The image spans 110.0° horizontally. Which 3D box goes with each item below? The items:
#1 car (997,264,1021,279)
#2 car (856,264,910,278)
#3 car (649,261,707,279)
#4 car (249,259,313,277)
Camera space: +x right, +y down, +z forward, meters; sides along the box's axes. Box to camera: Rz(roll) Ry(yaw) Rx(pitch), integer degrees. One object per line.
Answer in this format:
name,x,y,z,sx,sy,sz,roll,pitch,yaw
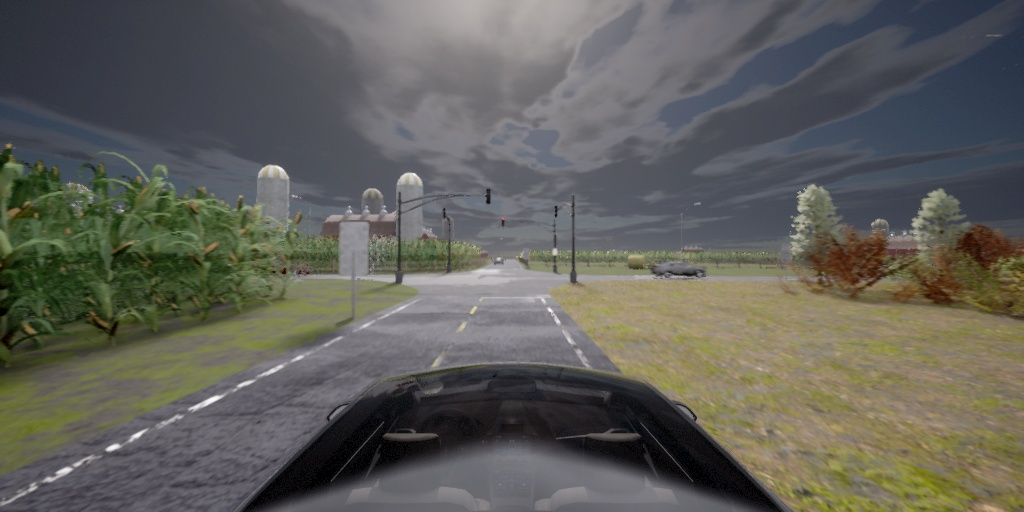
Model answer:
car,49.280,1.556,34.431,4.902,1.511,2.128,1,-1,-5
car,38.325,1.526,37.150,4.892,1.490,1.837,0,-1,-4
car,14.765,1.233,31.879,4.902,1.511,2.128,1,-1,-4
car,-19.228,0.976,29.753,5.008,1.535,1.882,2,-1,-3
